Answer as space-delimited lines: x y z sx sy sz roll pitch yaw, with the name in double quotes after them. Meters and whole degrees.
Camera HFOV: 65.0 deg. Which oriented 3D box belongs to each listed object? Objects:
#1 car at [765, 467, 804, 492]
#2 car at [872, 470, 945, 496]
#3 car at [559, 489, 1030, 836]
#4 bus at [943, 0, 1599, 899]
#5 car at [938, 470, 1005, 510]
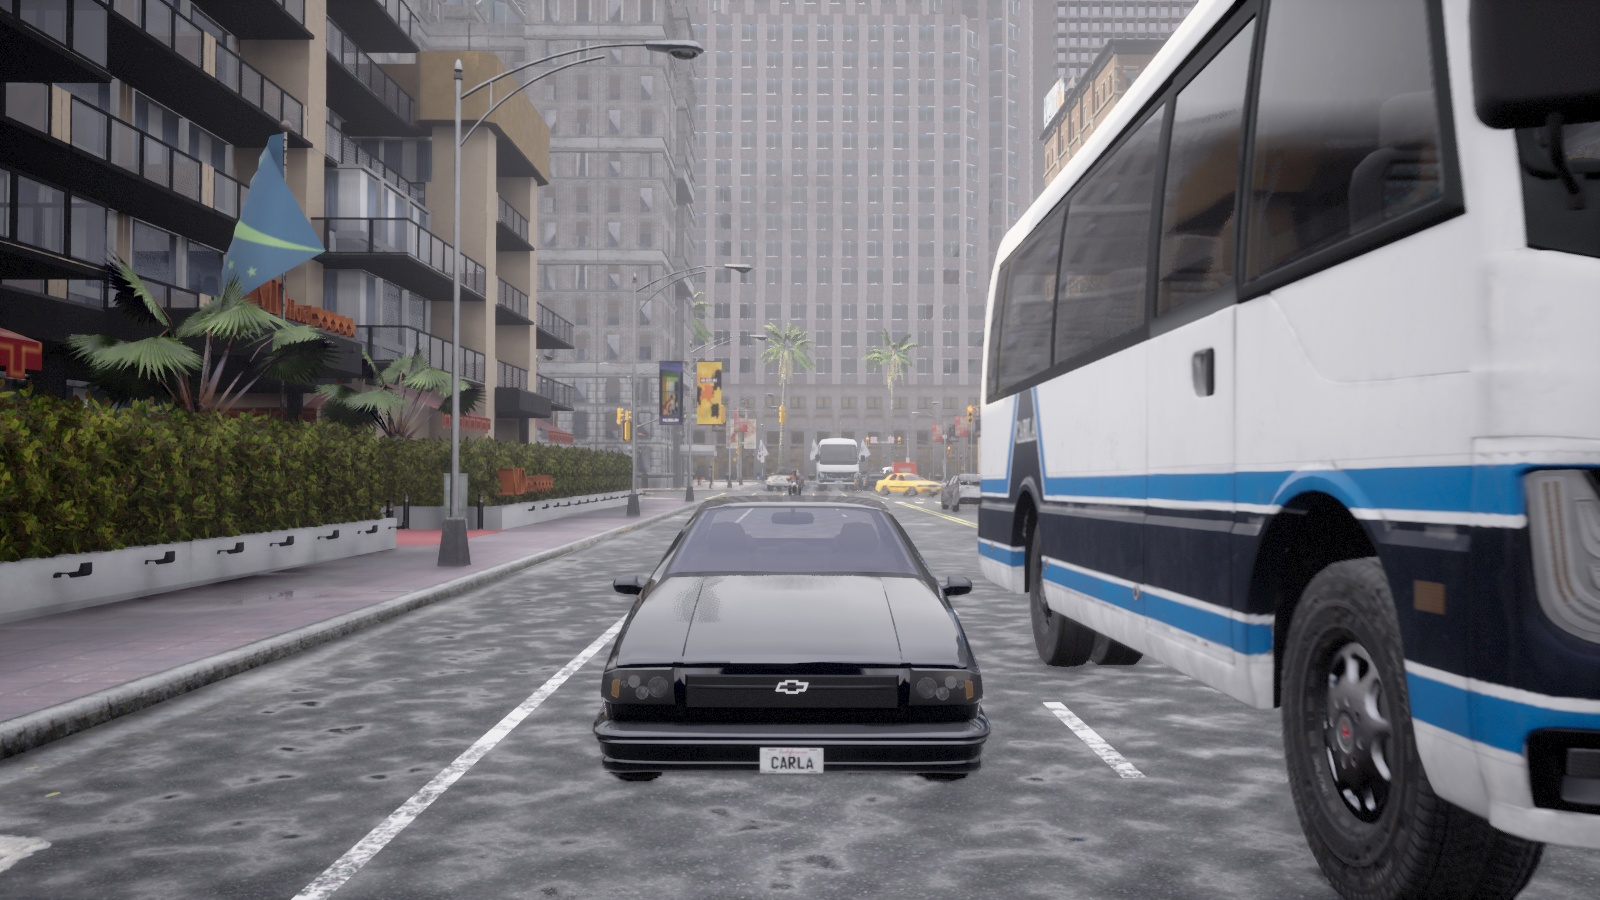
-1.118 2.229 95.130 1.932 1.855 4.605 0 -1 13 "car"
6.761 2.045 78.687 1.801 1.575 5.366 0 -1 -30 "car"
-0.035 0.998 8.108 2.033 1.411 5.357 0 -1 0 "car"
3.462 -0.449 7.543 3.944 4.253 10.273 0 -2 0 "bus"
6.795 1.575 50.199 2.007 1.525 4.514 0 -1 0 "car"
